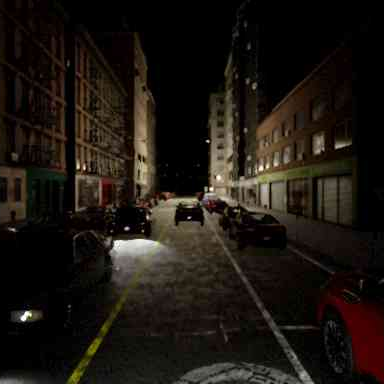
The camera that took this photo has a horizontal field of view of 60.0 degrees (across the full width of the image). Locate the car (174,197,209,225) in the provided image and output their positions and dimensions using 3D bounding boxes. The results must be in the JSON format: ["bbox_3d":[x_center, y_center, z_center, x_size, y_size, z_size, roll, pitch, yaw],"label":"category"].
[{"bbox_3d":[-0.181,1.355,22.817,2.128,1.511,4.902,0,0,0],"label":"car"}]

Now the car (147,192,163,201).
[{"bbox_3d":[-5.782,1.039,47.676,2.192,1.841,5.009,0,0,0],"label":"car"}]

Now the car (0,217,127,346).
[{"bbox_3d":[-2.905,1.512,6.870,2.033,1.411,5.357,0,0,-1],"label":"car"}]

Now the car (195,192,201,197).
[{"bbox_3d":[2.157,0.952,59.096,2.192,1.841,5.009,0,0,0],"label":"car"}]

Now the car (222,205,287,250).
[{"bbox_3d":[2.533,1.458,13.669,1.887,1.381,4.507,0,0,0],"label":"car"}]

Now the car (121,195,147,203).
[{"bbox_3d":[-5.638,1.268,30.643,1.967,1.590,4.097,0,0,0],"label":"car"}]

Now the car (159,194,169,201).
[{"bbox_3d":[-5.972,1.109,70.219,1.752,1.417,4.829,0,0,0],"label":"car"}]

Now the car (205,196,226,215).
[{"bbox_3d":[2.392,1.355,30.705,1.887,1.381,4.507,0,0,0],"label":"car"}]

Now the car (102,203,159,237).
[{"bbox_3d":[-2.967,1.468,17.185,1.994,1.385,4.181,0,0,0],"label":"car"}]

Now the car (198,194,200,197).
[{"bbox_3d":[2.251,1.258,47.741,2.008,1.369,4.403,0,0,0],"label":"car"}]

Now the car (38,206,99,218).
[{"bbox_3d":[-5.495,1.475,13.609,1.887,1.381,4.507,0,0,0],"label":"car"}]

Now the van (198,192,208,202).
[{"bbox_3d":[2.110,0.942,64.775,1.690,1.788,3.998,0,0,0],"label":"van"}]

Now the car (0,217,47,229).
[{"bbox_3d":[-5.447,1.530,7.932,1.947,1.339,4.313,0,0,0],"label":"car"}]

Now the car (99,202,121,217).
[{"bbox_3d":[-5.543,1.478,19.288,1.802,1.307,4.206,0,0,0],"label":"car"}]

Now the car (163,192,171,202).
[{"bbox_3d":[-5.926,0.933,64.711,2.192,1.841,5.009,0,0,0],"label":"car"}]

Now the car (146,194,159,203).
[{"bbox_3d":[-5.734,1.325,42.000,1.947,1.339,4.313,0,0,0],"label":"car"}]

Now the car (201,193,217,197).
[{"bbox_3d":[2.345,1.216,36.383,1.967,1.590,4.097,0,0,0],"label":"car"}]

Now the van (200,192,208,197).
[{"bbox_3d":[2.298,1.083,42.061,1.690,1.788,3.998,0,0,0],"label":"van"}]

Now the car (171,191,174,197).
[{"bbox_3d":[-6.022,0.861,76.067,2.192,1.841,5.009,0,0,0],"label":"car"}]

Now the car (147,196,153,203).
[{"bbox_3d":[-5.686,1.375,36.322,1.802,1.307,4.206,0,0,0],"label":"car"}]

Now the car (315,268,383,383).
[{"bbox_3d":[2.627,1.295,2.310,2.192,1.841,5.009,0,0,0],"label":"car"}]

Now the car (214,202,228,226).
[{"bbox_3d":[2.486,1.461,19.348,1.802,1.307,4.206,0,0,0],"label":"car"}]
